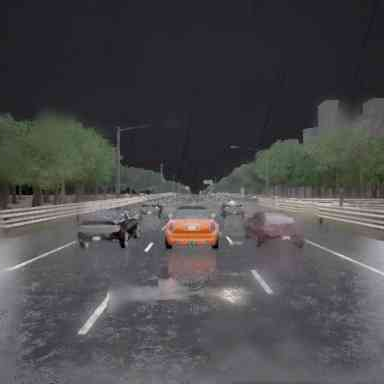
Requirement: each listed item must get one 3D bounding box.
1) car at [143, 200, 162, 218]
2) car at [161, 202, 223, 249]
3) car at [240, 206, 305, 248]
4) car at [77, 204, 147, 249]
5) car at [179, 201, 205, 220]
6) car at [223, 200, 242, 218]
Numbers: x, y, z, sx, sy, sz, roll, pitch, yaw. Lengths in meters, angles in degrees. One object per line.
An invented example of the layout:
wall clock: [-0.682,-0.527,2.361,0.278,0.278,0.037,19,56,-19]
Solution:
car: [-3.500,1.491,29.650,2.128,1.511,4.902,0,0,0]
car: [0.000,1.366,14.620,2.097,1.767,4.553,0,0,0]
car: [3.500,1.533,14.650,1.812,1.442,4.674,0,0,0]
car: [-3.500,1.495,14.651,2.128,1.511,4.902,0,0,0]
car: [0.000,1.559,29.650,2.033,1.411,5.357,0,0,0]
car: [3.500,1.492,29.650,2.128,1.511,4.902,0,0,0]
